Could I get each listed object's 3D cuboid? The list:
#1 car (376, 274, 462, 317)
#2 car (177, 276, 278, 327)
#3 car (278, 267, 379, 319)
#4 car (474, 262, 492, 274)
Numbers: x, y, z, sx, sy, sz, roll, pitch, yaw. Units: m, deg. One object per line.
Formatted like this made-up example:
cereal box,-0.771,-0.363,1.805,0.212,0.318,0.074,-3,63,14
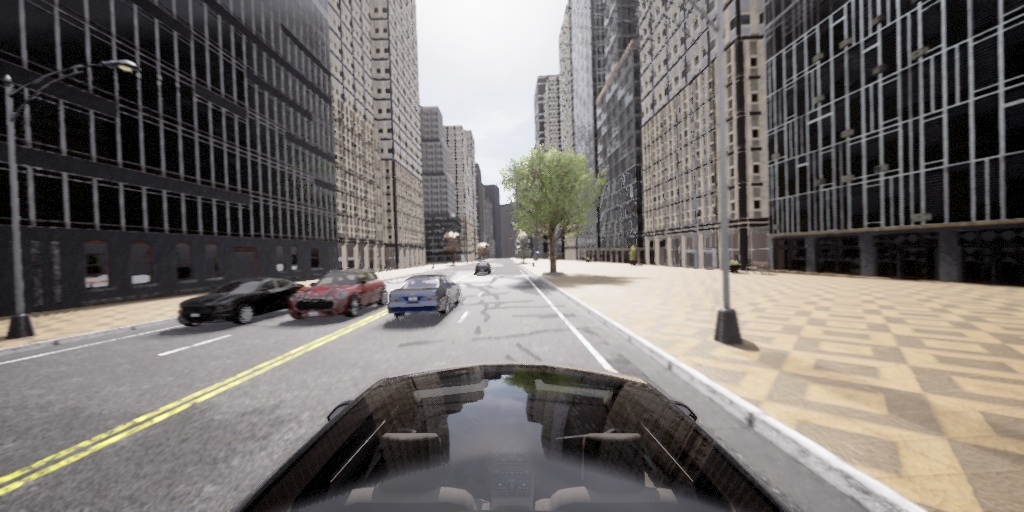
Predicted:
car,-3.194,1.420,13.971,2.033,1.411,5.357,-2,0,-1
car,-9.883,1.575,13.644,1.882,1.535,5.008,-2,0,-1
car,-6.643,1.341,14.195,2.097,1.767,4.553,-2,0,0
car,-3.497,1.449,43.998,1.812,1.442,4.674,-2,0,-1
